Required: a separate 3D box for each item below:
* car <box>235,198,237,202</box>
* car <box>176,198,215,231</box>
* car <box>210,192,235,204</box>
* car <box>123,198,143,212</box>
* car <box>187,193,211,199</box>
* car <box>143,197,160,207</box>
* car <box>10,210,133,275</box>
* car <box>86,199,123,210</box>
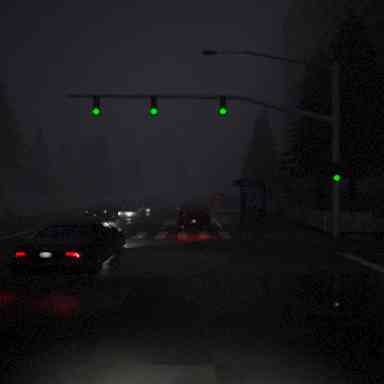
[{"bbox_3d":[6.615,1.205,63.651,1.812,1.442,4.674,0,0,44],"label":"car"},{"bbox_3d":[0.098,1.359,19.732,1.882,1.535,5.008,0,0,0],"label":"car"},{"bbox_3d":[4.643,0.942,55.052,2.150,2.045,5.566,0,0,30],"label":"car"},{"bbox_3d":[-6.999,1.397,36.395,1.994,1.385,4.181,0,0,1],"label":"car"},{"bbox_3d":[0.752,1.210,55.182,1.882,1.535,5.008,0,0,30],"label":"car"},{"bbox_3d":[-6.008,1.389,46.638,1.895,1.301,4.718,0,0,12],"label":"car"},{"bbox_3d":[-3.395,1.497,10.219,2.033,1.411,5.357,0,0,0],"label":"car"},{"bbox_3d":[-7.089,1.400,26.517,1.812,1.442,4.674,0,0,0],"label":"car"}]
